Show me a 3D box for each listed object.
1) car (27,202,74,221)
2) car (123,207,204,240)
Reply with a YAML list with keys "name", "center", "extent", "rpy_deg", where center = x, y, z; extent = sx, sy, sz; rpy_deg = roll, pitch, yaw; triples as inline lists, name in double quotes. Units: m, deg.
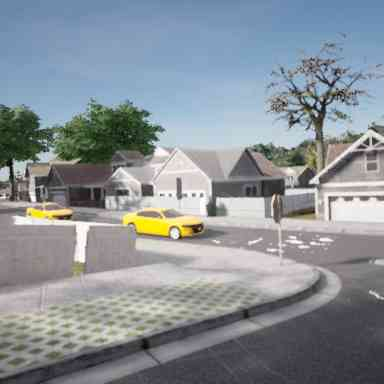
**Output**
- name: "car"
  center: [-11.107, 1.609, 25.951]
  extent: [5.008, 1.535, 1.882]
  rpy_deg: [1, 4, 42]
- name: "car"
  center: [-1.638, 1.612, 18.419]
  extent: [5.008, 1.535, 1.882]
  rpy_deg: [0, 3, 36]
